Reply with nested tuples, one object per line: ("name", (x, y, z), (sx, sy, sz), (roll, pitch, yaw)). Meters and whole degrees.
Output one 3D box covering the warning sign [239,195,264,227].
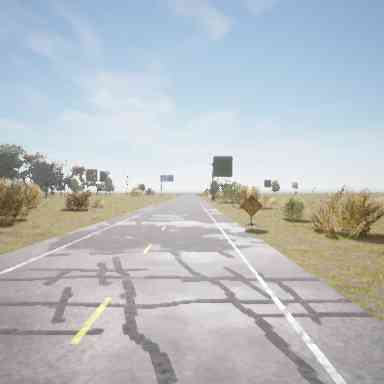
("warning sign", (3.547, 1.116, 19.865), (1.300, 1.860, 1.060), (0, 0, 0))
